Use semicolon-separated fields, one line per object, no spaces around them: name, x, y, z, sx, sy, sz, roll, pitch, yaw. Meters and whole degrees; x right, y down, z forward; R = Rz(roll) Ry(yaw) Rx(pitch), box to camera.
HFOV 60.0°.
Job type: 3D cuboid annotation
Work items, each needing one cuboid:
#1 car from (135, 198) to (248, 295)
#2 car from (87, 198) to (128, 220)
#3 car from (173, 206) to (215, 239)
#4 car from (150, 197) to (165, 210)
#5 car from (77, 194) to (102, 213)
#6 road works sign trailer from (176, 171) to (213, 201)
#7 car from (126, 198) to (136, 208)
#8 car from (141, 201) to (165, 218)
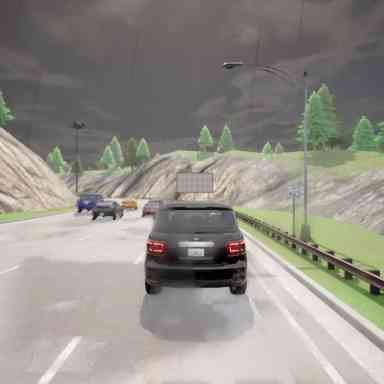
car;0.087;1.221;8.884;2.150;2.045;5.566;0;0;0
car;-6.984;1.501;28.010;1.837;1.490;4.892;0;-1;-1
car;0.092;1.558;18.102;1.994;1.385;4.181;0;0;0
car;-4.646;1.505;44.226;1.837;1.490;4.892;0;0;-7
car;-10.842;1.223;36.316;2.150;2.045;5.566;0;0;-4
road works sign trailer;0.186;0.464;21.599;2.380;3.560;2.880;0;0;0
car;-8.005;1.478;42.894;1.882;1.535;5.008;0;0;-7
car;-3.589;1.564;31.497;1.994;1.385;4.181;0;0;-3
